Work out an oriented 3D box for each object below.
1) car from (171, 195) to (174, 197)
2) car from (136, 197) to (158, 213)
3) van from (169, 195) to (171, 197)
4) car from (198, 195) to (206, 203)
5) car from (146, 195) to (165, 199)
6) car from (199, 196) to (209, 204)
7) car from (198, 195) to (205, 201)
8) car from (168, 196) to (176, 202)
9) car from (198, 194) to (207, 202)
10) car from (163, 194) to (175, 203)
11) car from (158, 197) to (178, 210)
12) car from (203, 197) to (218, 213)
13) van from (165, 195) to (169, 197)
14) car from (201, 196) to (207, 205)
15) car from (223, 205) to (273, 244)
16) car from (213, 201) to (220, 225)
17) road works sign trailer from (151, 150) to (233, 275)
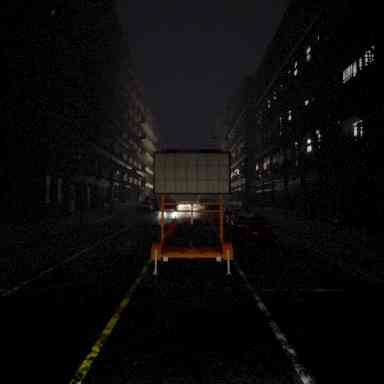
[{"bbox_3d":[-5.265,1.496,71.180,2.192,1.841,5.009,1,0,0],"label":"car"},{"bbox_3d":[-5.282,1.591,37.827,1.752,1.417,4.829,2,0,0],"label":"car"},{"bbox_3d":[-5.270,1.476,60.119,1.690,1.788,3.998,1,0,0],"label":"van"},{"bbox_3d":[2.606,1.679,60.054,1.887,1.381,4.507,1,0,0],"label":"car"},{"bbox_3d":[-5.274,1.395,43.529,2.192,1.841,5.009,2,0,0],"label":"car"},{"bbox_3d":[2.619,1.621,71.116,1.967,1.590,4.097,1,0,0],"label":"car"},{"bbox_3d":[2.585,1.728,93.241,1.967,1.590,4.097,1,0,0],"label":"car"},{"bbox_3d":[-5.266,1.824,87.771,1.947,1.339,4.313,1,0,0],"label":"car"},{"bbox_3d":[2.584,1.545,82.178,2.192,1.841,5.009,1,0,0],"label":"car"},{"bbox_3d":[-5.263,1.520,76.710,2.192,1.841,5.009,1,0,0],"label":"car"},{"bbox_3d":[-2.834,1.676,41.702,1.895,1.301,4.718,0,0,0],"label":"car"},{"bbox_3d":[2.598,1.610,37.930,1.887,1.381,4.507,1,0,0],"label":"car"},{"bbox_3d":[-5.271,1.455,54.587,1.690,1.788,3.998,2,0,0],"label":"van"},{"bbox_3d":[2.599,1.631,43.462,2.008,1.369,4.403,1,0,0],"label":"car"},{"bbox_3d":[2.590,1.562,15.808,1.887,1.381,4.507,1,0,0],"label":"car"},{"bbox_3d":[2.593,1.552,21.510,1.752,1.417,4.829,1,0,0],"label":"car"},{"bbox_3d":[0.001,0.474,10.477,2.380,3.560,2.880,0,0,0],"label":"road works sign trailer"}]
